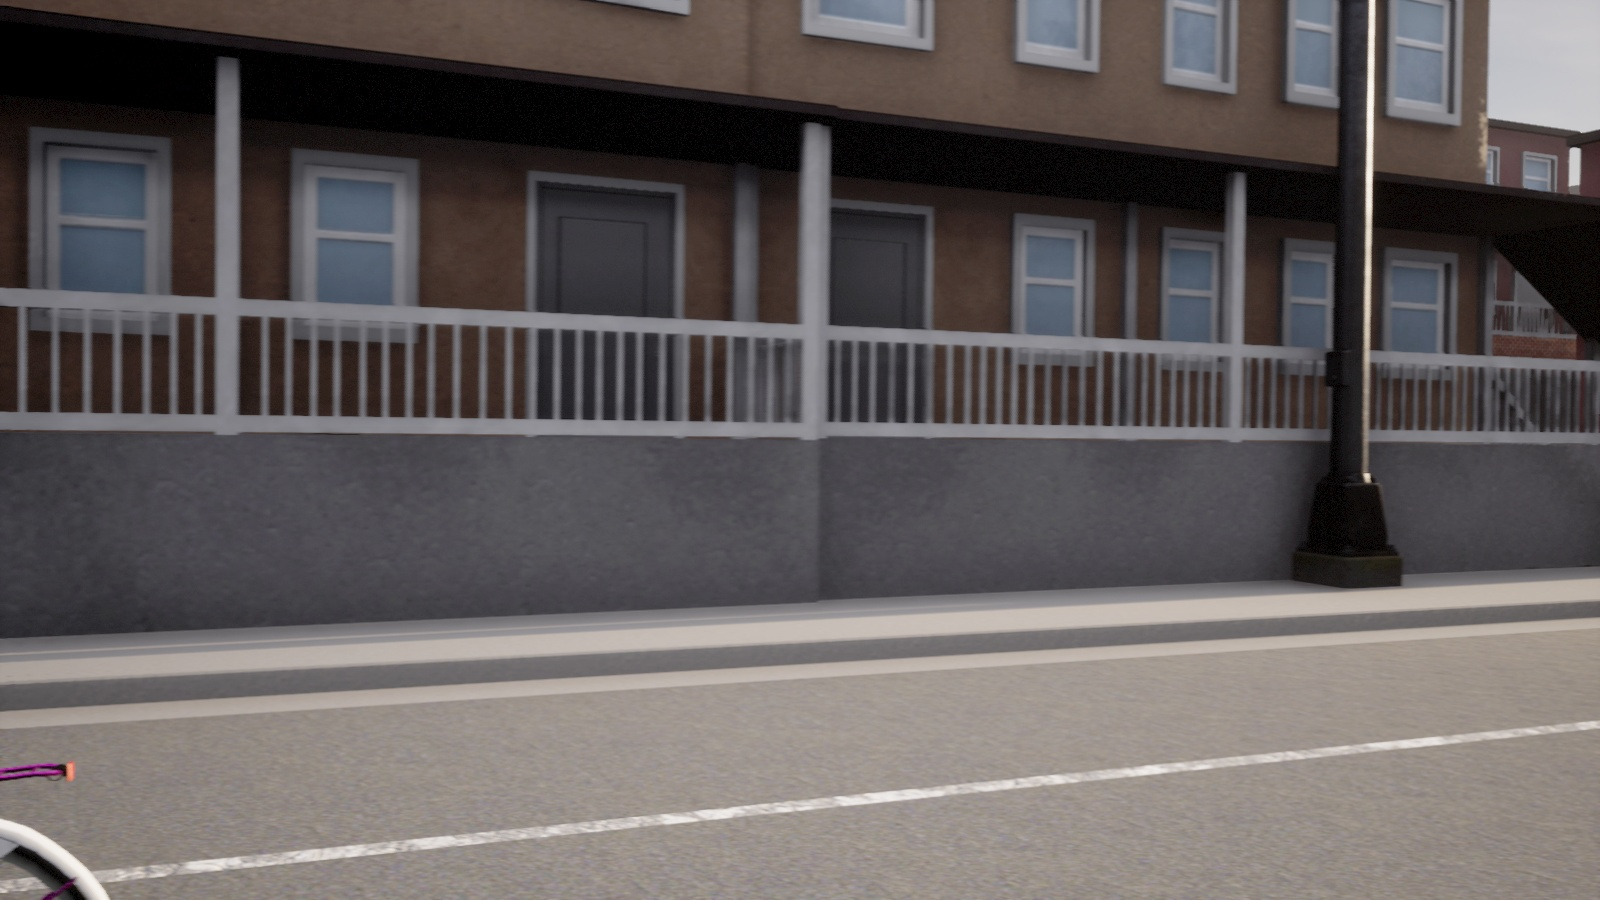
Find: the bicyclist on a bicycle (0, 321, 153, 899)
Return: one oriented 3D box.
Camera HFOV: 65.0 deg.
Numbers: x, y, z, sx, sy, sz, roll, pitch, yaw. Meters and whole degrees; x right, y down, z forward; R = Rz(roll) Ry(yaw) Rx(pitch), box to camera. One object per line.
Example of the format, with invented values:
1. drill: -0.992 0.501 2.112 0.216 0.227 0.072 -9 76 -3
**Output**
1. bicyclist on a bicycle: -2.297 0.654 2.365 1.843 1.776 0.659 -1 1 -21
